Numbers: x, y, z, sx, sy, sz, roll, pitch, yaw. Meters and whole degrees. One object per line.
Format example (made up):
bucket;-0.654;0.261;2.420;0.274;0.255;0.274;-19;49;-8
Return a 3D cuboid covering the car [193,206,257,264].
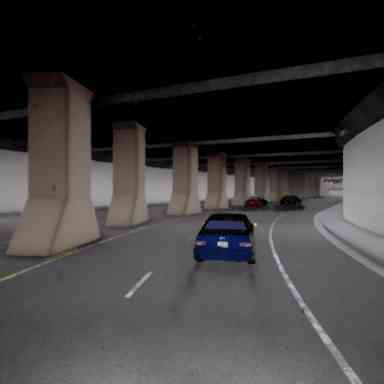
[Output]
car;1.251;1.434;11.498;2.033;1.411;5.357;0;1;10

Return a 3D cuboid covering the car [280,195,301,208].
car;12.114;1.120;40.756;1.882;1.535;5.008;1;1;28

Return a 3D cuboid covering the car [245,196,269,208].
car;7.801;1.190;40.020;1.994;1.385;4.181;1;1;27
